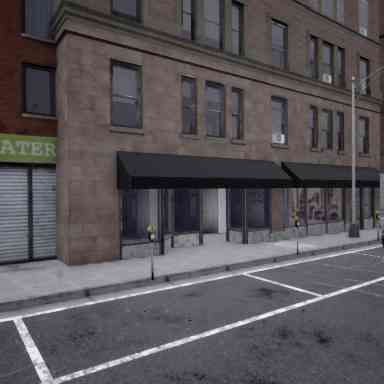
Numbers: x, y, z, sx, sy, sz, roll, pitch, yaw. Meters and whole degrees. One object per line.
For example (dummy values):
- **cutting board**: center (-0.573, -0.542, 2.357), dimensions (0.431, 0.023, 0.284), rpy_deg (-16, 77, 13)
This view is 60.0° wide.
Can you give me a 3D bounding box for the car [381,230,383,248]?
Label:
- **car**: center (9.185, 1.540, 13.088), dimensions (4.507, 1.381, 1.887), rpy_deg (0, -1, -35)
